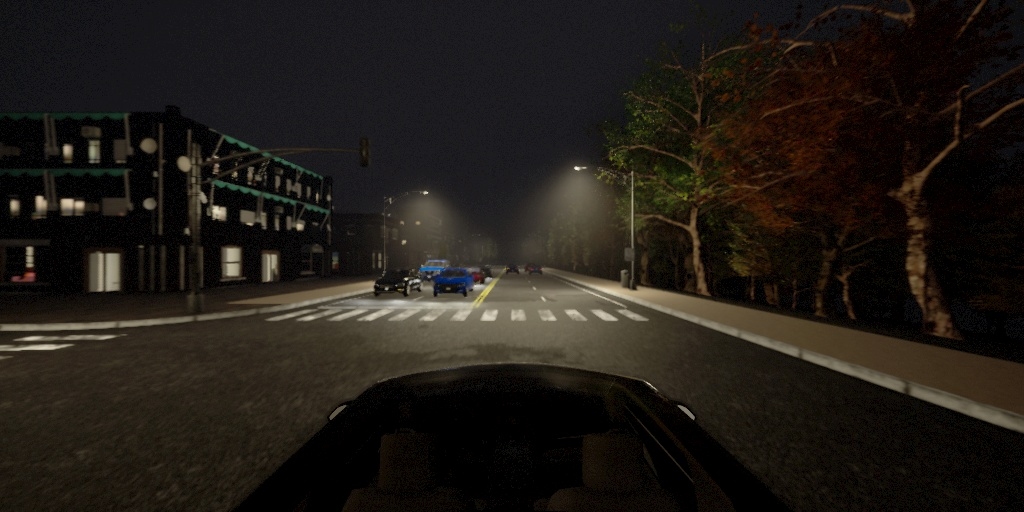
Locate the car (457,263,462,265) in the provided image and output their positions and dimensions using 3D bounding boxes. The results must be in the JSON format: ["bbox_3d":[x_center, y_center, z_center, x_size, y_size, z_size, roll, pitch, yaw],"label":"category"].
[{"bbox_3d":[-6.601,1.615,41.470,2.097,1.767,4.553,0,-1,0],"label":"car"}]

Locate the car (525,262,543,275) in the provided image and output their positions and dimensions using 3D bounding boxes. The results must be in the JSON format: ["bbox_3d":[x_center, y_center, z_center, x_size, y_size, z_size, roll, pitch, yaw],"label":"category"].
[{"bbox_3d":[3.336,1.935,51.152,2.033,1.411,5.357,0,-1,0],"label":"car"}]

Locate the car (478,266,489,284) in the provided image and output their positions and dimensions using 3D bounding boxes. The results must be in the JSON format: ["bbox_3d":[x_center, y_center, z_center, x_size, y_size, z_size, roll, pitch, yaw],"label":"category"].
[{"bbox_3d":[-3.363,1.696,31.338,1.994,1.385,4.181,0,-1,0],"label":"car"}]

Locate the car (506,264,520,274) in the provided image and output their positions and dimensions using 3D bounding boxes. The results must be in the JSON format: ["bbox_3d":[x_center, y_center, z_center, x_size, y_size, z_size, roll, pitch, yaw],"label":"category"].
[{"bbox_3d":[0.075,1.929,52.435,1.812,1.442,4.674,0,-1,0],"label":"car"}]

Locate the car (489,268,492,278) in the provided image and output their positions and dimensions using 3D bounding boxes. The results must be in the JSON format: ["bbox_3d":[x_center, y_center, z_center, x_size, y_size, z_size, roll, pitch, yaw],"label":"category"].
[{"bbox_3d":[-3.359,1.834,42.060,1.994,1.385,4.181,0,-1,0],"label":"car"}]

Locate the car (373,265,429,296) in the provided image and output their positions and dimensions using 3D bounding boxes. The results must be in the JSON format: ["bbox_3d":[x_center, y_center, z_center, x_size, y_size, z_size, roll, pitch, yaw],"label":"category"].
[{"bbox_3d":[-6.606,1.508,21.313,1.837,1.490,4.892,0,-1,0],"label":"car"}]

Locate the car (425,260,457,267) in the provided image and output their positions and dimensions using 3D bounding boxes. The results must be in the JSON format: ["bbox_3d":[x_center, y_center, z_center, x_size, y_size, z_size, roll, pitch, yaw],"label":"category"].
[{"bbox_3d":[-6.611,1.355,31.457,2.150,2.045,5.566,0,-1,0],"label":"car"}]

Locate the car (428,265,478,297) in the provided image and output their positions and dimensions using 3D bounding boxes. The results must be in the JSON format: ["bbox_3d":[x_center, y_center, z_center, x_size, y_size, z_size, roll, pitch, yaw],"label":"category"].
[{"bbox_3d":[-3.360,1.482,21.377,1.882,1.535,5.008,0,-1,0],"label":"car"}]

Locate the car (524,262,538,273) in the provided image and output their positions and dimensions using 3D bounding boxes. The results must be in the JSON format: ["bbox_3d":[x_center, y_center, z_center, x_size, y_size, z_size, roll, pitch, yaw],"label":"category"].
[{"bbox_3d":[3.245,1.871,61.470,2.097,1.767,4.553,0,-1,0],"label":"car"}]
